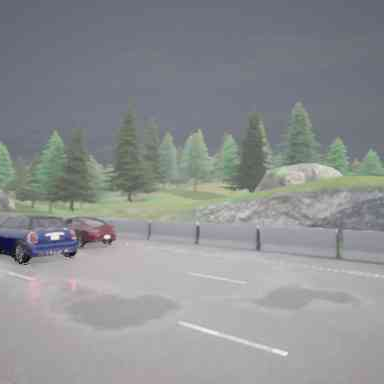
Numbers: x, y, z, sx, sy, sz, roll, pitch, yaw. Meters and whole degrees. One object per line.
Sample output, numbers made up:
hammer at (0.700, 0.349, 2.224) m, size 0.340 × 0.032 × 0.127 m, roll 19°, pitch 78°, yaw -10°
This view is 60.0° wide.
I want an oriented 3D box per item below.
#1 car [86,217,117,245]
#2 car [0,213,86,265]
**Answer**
car at (-5.832, 1.987, 17.134) m, size 4.674 × 1.442 × 1.812 m, roll -1°, pitch -2°, yaw 37°
car at (-6.647, 1.690, 13.356) m, size 4.553 × 1.767 × 2.097 m, roll -1°, pitch -2°, yaw 38°
